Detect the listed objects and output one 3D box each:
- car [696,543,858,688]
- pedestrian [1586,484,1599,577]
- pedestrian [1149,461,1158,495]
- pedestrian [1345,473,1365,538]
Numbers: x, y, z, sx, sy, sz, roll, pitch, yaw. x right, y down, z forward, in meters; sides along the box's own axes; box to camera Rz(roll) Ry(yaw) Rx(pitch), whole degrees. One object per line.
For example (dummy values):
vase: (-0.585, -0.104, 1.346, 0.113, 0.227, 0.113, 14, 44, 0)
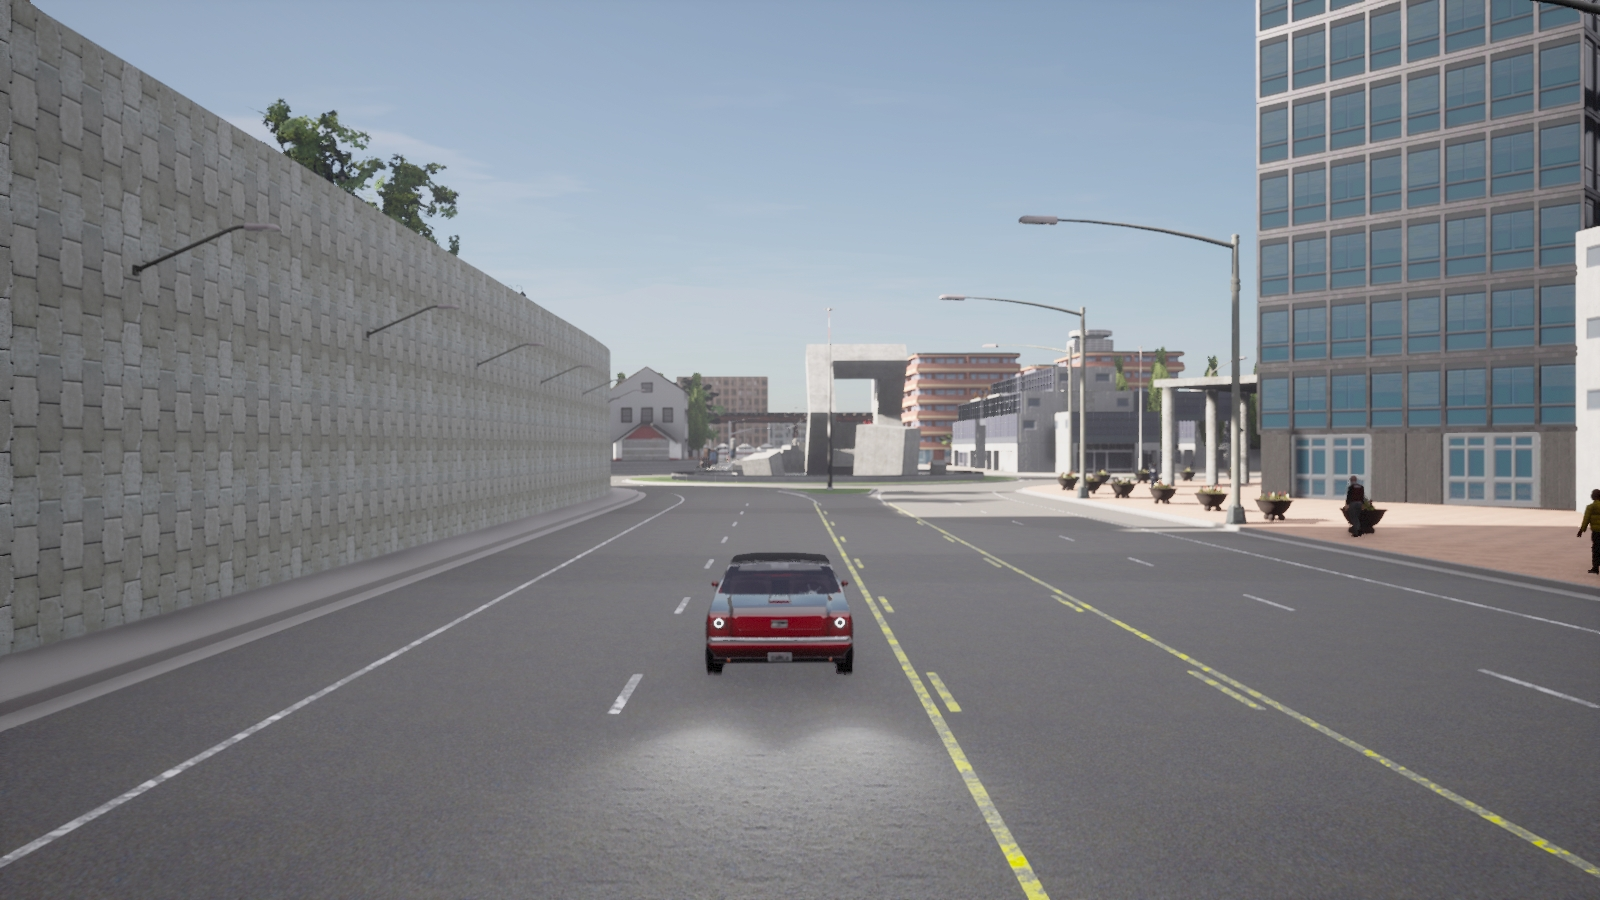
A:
car: (-0.308, 2.130, 15.748, 1.895, 1.301, 4.718, 0, 0, -1)
pedestrian: (16.132, 1.611, 22.990, 0.375, 1.860, 0.375, 0, 0, 0)
pedestrian: (19.749, 1.553, 63.769, 0.375, 1.860, 0.375, 0, 0, 35)
pedestrian: (16.032, 1.598, 33.001, 0.375, 1.860, 0.375, 0, 0, 0)
